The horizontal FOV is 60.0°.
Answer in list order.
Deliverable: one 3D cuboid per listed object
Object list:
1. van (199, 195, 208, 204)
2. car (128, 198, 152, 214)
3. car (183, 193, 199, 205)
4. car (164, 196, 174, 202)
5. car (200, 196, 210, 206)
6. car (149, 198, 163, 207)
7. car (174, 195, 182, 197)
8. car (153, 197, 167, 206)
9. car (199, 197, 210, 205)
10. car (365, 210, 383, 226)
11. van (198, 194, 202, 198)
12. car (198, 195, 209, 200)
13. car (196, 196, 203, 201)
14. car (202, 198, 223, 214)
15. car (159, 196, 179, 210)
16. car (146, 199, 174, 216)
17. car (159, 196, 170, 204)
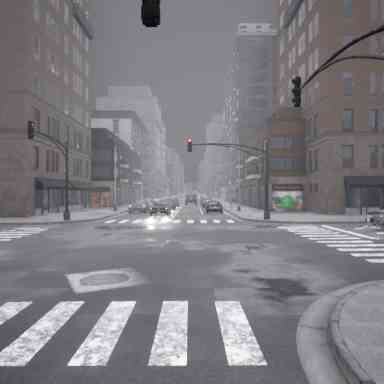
[{"bbox_3d":[2.421,1.453,69.182,1.690,1.788,3.998,0,0,0],"label":"van"},{"bbox_3d":[-5.665,1.480,36.132,1.967,1.590,4.097,0,0,0],"label":"car"},{"bbox_3d":[-0.131,1.314,61.173,2.150,2.045,5.566,0,0,0],"label":"car"},{"bbox_3d":[-5.583,1.694,80.218,2.008,1.369,4.403,0,0,0],"label":"car"},{"bbox_3d":[2.380,1.641,47.139,1.802,1.307,4.206,0,0,0],"label":"car"},{"bbox_3d":[-5.634,1.653,52.664,1.802,1.307,4.206,0,0,0],"label":"car"},{"bbox_3d":[-3.085,1.636,53.432,1.994,1.385,4.181,0,0,0],"label":"car"},{"bbox_3d":[-5.624,1.634,58.175,2.008,1.369,4.403,0,0,0],"label":"car"},{"bbox_3d":[2.411,1.647,63.671,2.008,1.369,4.403,0,0,0],"label":"car"},{"bbox_3d":[13.382,1.442,20.628,4.902,1.511,2.128,0,0,0],"label":"car"},{"bbox_3d":[2.401,1.424,58.161,1.690,1.788,3.998,0,0,0],"label":"van"},{"bbox_3d":[2.390,1.637,52.650,1.947,1.339,4.313,0,0,0],"label":"car"},{"bbox_3d":[2.050,1.698,90.086,1.812,1.442,4.674,0,0,0],"label":"car"},{"bbox_3d":[2.360,1.606,36.117,1.947,1.339,4.313,0,0,0],"label":"car"},{"bbox_3d":[-3.110,1.617,43.473,1.994,1.385,4.181,0,0,1],"label":"car"},{"bbox_3d":[-3.133,1.637,33.495,1.895,1.301,4.718,0,0,0],"label":"car"},{"bbox_3d":[-5.604,1.552,69.197,1.967,1.590,4.097,0,0,0],"label":"car"}]
